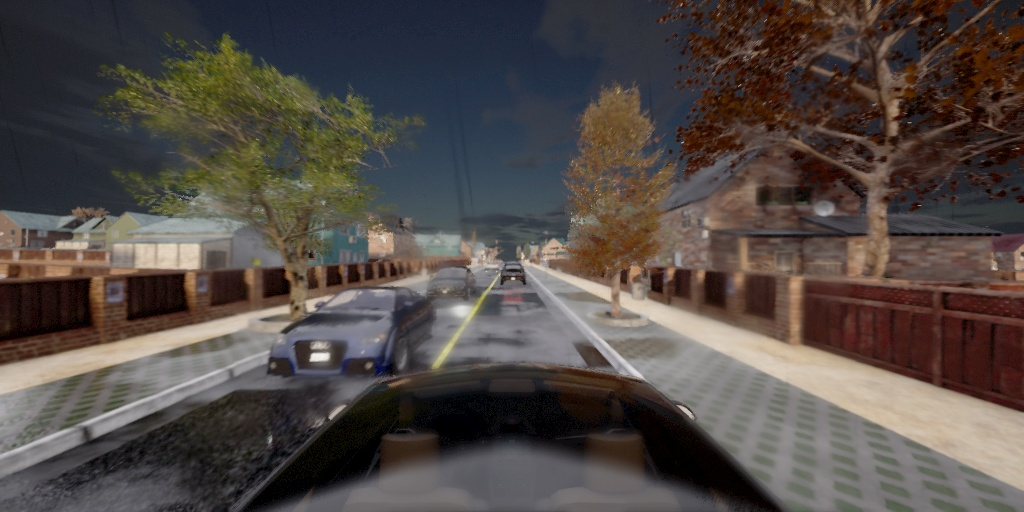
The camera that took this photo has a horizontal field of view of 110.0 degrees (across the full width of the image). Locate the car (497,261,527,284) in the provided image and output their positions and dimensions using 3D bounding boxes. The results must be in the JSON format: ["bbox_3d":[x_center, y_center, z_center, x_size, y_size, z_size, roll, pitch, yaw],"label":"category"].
[{"bbox_3d":[0.087,1.273,26.711,1.837,1.490,4.892,0,0,0],"label":"car"}]

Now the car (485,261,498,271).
[{"bbox_3d":[-2.839,1.417,51.980,1.895,1.301,4.718,0,0,0],"label":"car"}]

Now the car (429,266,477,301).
[{"bbox_3d":[-2.818,1.263,17.576,1.837,1.490,4.892,0,0,0],"label":"car"}]

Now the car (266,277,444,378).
[{"bbox_3d":[-2.844,1.316,7.311,1.994,1.385,4.181,0,0,0],"label":"car"}]
